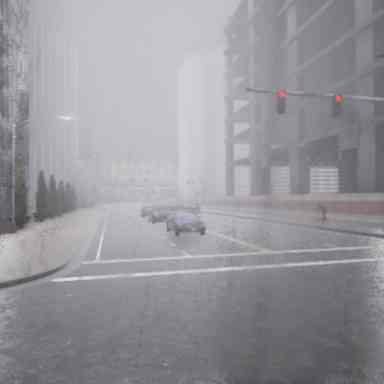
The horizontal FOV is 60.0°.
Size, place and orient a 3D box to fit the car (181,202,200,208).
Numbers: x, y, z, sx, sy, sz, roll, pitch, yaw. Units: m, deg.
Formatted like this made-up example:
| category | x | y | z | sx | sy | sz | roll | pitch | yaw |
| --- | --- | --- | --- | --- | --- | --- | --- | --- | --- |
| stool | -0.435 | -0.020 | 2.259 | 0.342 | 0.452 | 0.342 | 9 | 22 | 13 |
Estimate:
| category | x | y | z | sx | sy | sz | roll | pitch | yaw |
| --- | --- | --- | --- | --- | --- | --- | --- | --- | --- |
| car | -0.164 | 2.351 | 50.574 | 2.097 | 1.767 | 4.553 | 0 | -1 | -13 |

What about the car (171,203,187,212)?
| category | x | y | z | sx | sy | sz | roll | pitch | yaw |
| --- | --- | --- | --- | --- | --- | --- | --- | --- | --- |
| car | -2.329 | 2.692 | 59.218 | 1.837 | 1.490 | 4.892 | 0 | -1 | -14 |

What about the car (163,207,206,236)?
| category | x | y | z | sx | sy | sz | roll | pitch | yaw |
| --- | --- | --- | --- | --- | --- | --- | --- | --- | --- |
| car | -0.475 | 1.980 | 21.768 | 1.812 | 1.442 | 4.674 | 0 | -1 | -14 |

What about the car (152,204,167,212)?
| category | x | y | z | sx | sy | sz | roll | pitch | yaw |
| --- | --- | --- | --- | --- | --- | --- | --- | --- | --- |
| car | -5.728 | 2.771 | 58.387 | 1.994 | 1.385 | 4.181 | 0 | -1 | -14 |

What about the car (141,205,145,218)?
| category | x | y | z | sx | sy | sz | roll | pitch | yaw |
| --- | --- | --- | --- | --- | --- | --- | --- | --- | --- |
| car | -5.326 | 2.376 | 41.630 | 2.128 | 1.511 | 4.902 | 0 | -1 | -14 |

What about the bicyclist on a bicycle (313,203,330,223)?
| category | x | y | z | sx | sy | sz | roll | pitch | yaw |
| --- | --- | --- | --- | --- | --- | --- | --- | --- | --- |
| bicyclist on a bicycle | 10.536 | 1.739 | 27.098 | 1.656 | 1.620 | 0.582 | -1 | -1 | -14 |

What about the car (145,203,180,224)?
| category | x | y | z | sx | sy | sz | roll | pitch | yaw |
| --- | --- | --- | --- | --- | --- | --- | --- | --- | --- |
| car | -2.895 | 2.020 | 31.621 | 2.097 | 1.767 | 4.553 | 0 | -1 | -14 |
